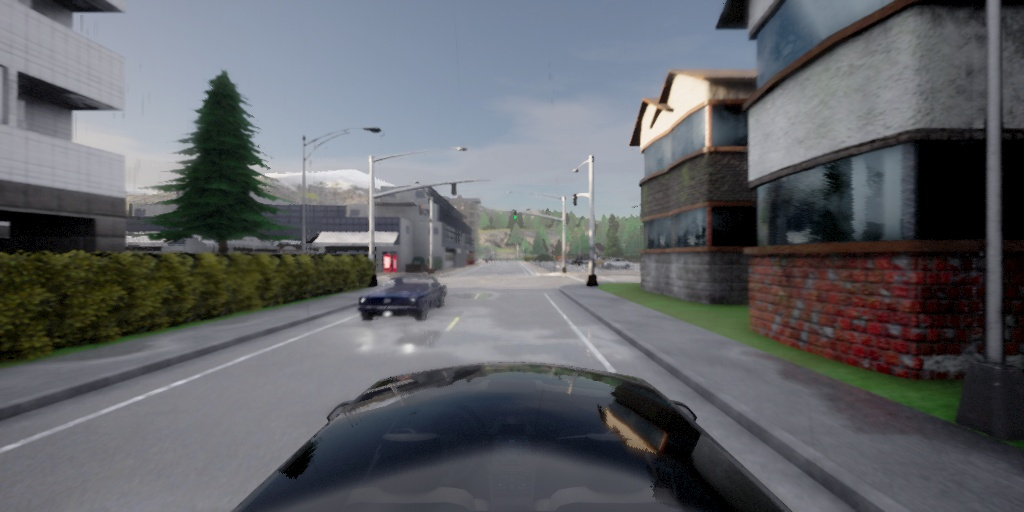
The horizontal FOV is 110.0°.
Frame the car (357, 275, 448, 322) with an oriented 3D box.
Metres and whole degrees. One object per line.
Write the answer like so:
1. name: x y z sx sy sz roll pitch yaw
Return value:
1. car: -3.563 1.366 12.486 1.895 1.301 4.718 0 0 0
